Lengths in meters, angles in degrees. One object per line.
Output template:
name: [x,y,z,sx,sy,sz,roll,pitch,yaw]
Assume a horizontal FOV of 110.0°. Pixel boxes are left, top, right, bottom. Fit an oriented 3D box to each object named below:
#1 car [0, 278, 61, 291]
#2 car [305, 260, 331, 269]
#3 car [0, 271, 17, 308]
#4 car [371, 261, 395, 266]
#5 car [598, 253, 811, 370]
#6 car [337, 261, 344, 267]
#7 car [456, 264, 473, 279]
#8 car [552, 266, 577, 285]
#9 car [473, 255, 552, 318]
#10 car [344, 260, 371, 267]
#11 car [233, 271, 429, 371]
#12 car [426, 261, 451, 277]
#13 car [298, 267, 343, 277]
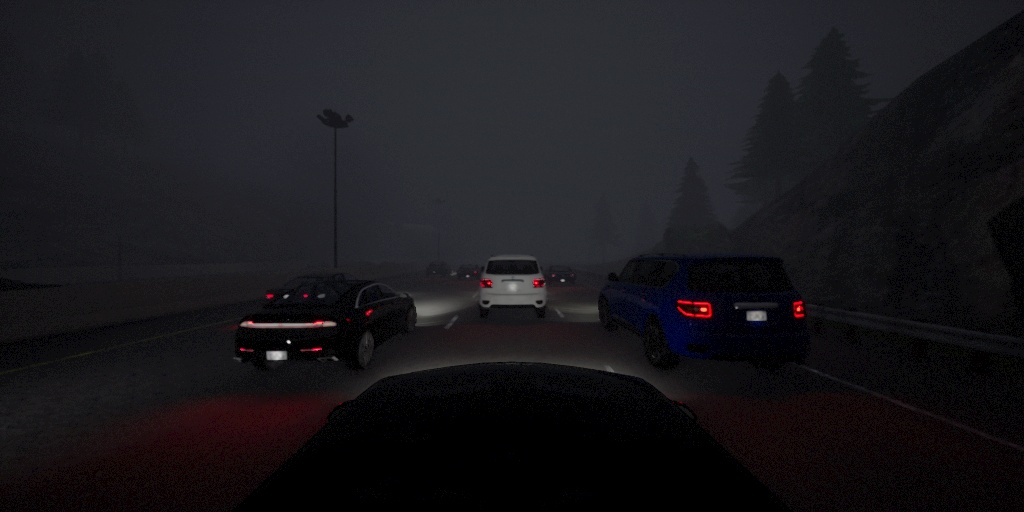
car: [-17.676,1.337,11.030,2.033,1.411,5.357,0,0,-1]
car: [-28.526,1.352,52.855,1.812,1.442,4.674,0,0,0]
car: [-21.176,1.323,12.344,1.812,1.442,4.674,0,0,-1]
car: [-18.030,1.405,51.319,1.895,1.301,4.718,0,0,0]
car: [3.540,0.966,7.895,2.150,2.045,5.566,0,0,0]
car: [-25.044,1.345,55.098,1.812,1.442,4.674,0,0,0]
car: [-3.671,1.369,31.760,1.895,1.301,4.718,0,0,-1]
car: [3.381,1.353,26.244,1.895,1.301,4.718,0,0,-1]
car: [0.001,0.976,13.245,2.150,2.045,5.566,0,0,0]
car: [-21.524,1.359,51.536,2.033,1.411,5.357,0,0,0]
car: [-3.471,1.251,7.702,2.128,1.511,4.902,0,0,0]
car: [-7.207,1.268,35.515,2.128,1.511,4.902,0,0,-1]
car: [-7.001,1.316,13.693,2.033,1.411,5.357,0,0,-1]
